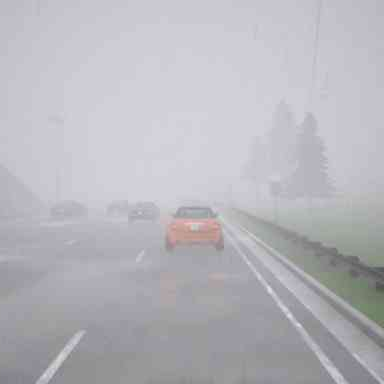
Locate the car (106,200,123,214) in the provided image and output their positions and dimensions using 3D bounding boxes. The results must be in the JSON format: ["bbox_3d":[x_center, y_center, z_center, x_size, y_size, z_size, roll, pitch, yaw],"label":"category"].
[{"bbox_3d":[-6.919,1.415,32.504,1.895,1.301,4.718,0,0,-1],"label":"car"}]

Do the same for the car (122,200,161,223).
[{"bbox_3d":[-3.403,1.408,24.300,2.033,1.411,5.357,0,0,0],"label":"car"}]

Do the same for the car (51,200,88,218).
[{"bbox_3d":[-10.404,1.401,28.509,1.994,1.385,4.181,0,0,0],"label":"car"}]

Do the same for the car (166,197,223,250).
[{"bbox_3d":[0.099,1.272,14.032,2.097,1.767,4.553,0,0,0],"label":"car"}]
